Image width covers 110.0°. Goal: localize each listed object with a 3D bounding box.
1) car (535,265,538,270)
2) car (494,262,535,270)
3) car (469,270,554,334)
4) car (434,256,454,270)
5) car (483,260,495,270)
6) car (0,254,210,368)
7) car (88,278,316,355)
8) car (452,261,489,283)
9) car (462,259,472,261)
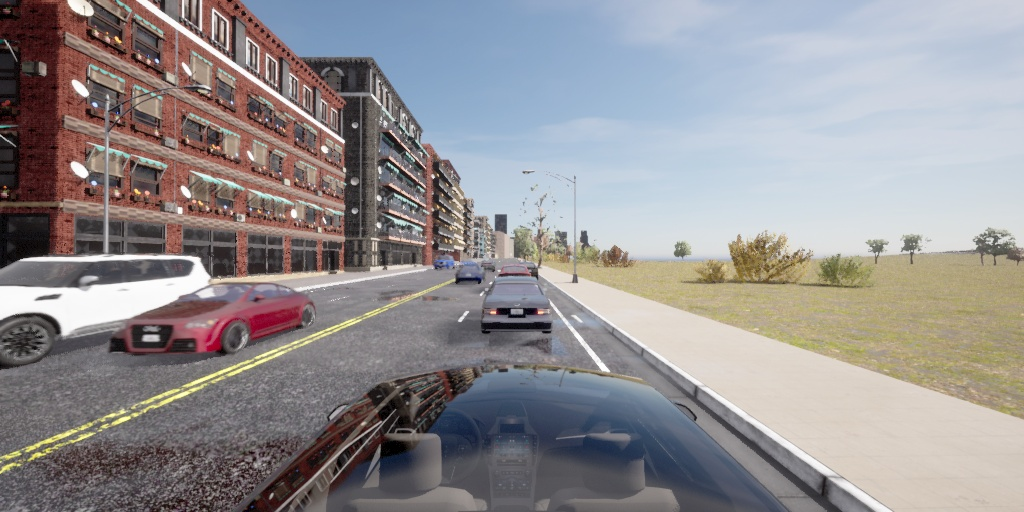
[{"bbox_3d":[1.204,1.231,30.584,1.882,1.535,5.008,0,0,0],"label":"car"},{"bbox_3d":[0.147,1.230,21.146,1.882,1.535,5.008,0,0,0],"label":"car"},{"bbox_3d":[0.119,1.299,10.606,2.033,1.411,5.357,0,0,0],"label":"car"},{"bbox_3d":[-9.728,0.974,51.880,2.150,2.045,5.566,0,0,0],"label":"car"},{"bbox_3d":[-3.047,1.240,46.118,2.128,1.511,4.902,0,-1,0],"label":"car"},{"bbox_3d":[-9.839,0.972,8.225,2.150,2.045,5.566,0,0,0],"label":"car"},{"bbox_3d":[-6.587,1.315,8.538,1.994,1.385,4.181,0,0,0],"label":"car"},{"bbox_3d":[-3.091,1.318,27.471,1.994,1.385,4.181,0,0,0],"label":"car"},{"bbox_3d":[-6.481,1.230,51.503,1.882,1.535,5.008,0,0,0],"label":"car"}]
